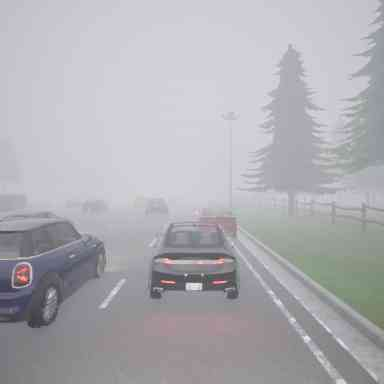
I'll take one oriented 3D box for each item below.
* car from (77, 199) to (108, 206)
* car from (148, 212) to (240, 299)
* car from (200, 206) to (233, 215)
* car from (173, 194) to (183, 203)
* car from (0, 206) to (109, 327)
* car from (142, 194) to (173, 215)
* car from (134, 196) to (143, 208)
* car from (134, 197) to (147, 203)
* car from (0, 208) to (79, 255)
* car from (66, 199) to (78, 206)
[{"bbox_3d":[-10.379,1.505,35.924,1.837,1.490,4.892,0,0,0],"label":"car"},{"bbox_3d":[0.057,1.492,8.419,2.128,1.511,4.902,0,0,0],"label":"car"},{"bbox_3d":[1.235,1.478,17.760,1.882,1.535,5.008,0,0,0],"label":"car"},{"bbox_3d":[-3.361,1.477,67.186,1.882,1.535,5.008,0,0,0],"label":"car"},{"bbox_3d":[-3.395,1.352,7.177,2.097,1.767,4.553,0,0,0],"label":"car"},{"bbox_3d":[-3.381,1.352,33.479,2.097,1.767,4.553,0,0,0],"label":"car"},{"bbox_3d":[-6.872,1.352,46.968,2.097,1.767,4.553,0,0,0],"label":"car"},{"bbox_3d":[-10.360,1.601,67.730,1.895,1.301,4.718,0,0,0],"label":"car"},{"bbox_3d":[-6.892,1.547,14.550,2.033,1.411,5.357,0,0,0],"label":"car"},{"bbox_3d":[-16.895,1.601,47.520,1.895,1.301,4.718,0,0,-16],"label":"car"}]
